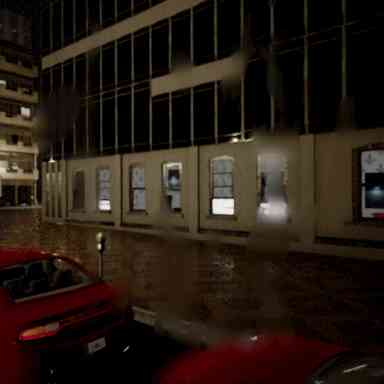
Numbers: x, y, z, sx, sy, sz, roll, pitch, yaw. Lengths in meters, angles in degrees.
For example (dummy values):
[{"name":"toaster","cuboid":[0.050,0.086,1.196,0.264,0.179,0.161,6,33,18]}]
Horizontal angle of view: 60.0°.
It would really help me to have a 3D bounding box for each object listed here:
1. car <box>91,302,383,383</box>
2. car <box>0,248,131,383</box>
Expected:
[{"name":"car","cuboid":[1.729,1.548,1.652,4.507,1.381,1.887,0,0,35]},{"name":"car","cuboid":[-2.845,1.514,4.912,4.507,1.381,1.887,0,0,35]}]
